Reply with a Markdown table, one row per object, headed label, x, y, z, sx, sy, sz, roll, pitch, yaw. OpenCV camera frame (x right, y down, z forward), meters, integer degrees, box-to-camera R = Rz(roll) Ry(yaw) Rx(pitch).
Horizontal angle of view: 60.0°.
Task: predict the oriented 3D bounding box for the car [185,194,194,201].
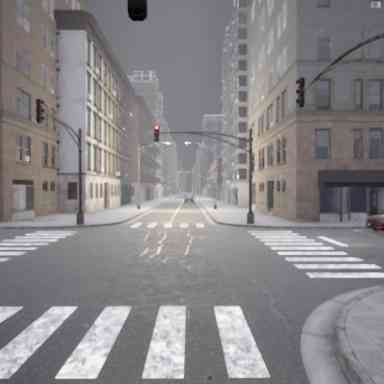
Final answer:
| label | x | y | z | sx | sy | sz | roll | pitch | yaw |
| --- | --- | --- | --- | --- | --- | --- | --- | --- | --- |
| car | -0.583 | 1.184 | 69.847 | 1.812 | 1.442 | 4.674 | 0 | 0 | 0 |

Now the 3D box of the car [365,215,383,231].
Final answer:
| label | x | y | z | sx | sy | sz | roll | pitch | yaw |
| --- | --- | --- | --- | --- | --- | --- | --- | --- | --- |
| car | 11.629 | 1.480 | 17.654 | 4.507 | 1.381 | 1.887 | 0 | 0 | 0 |

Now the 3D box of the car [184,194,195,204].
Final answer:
| label | x | y | z | sx | sy | sz | roll | pitch | yaw |
| --- | --- | --- | --- | --- | --- | --- | --- | --- | --- |
| car | -0.498 | 1.374 | 59.844 | 1.812 | 1.442 | 4.674 | 0 | 0 | 0 |
